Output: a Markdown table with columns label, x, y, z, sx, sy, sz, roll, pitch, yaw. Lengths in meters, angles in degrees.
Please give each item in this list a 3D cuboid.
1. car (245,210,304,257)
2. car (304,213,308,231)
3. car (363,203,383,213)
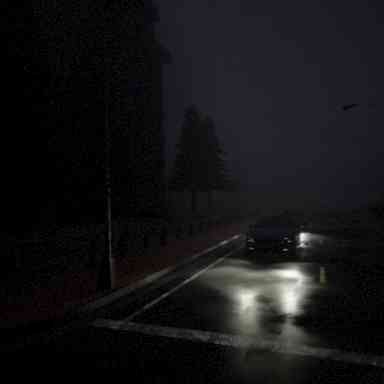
| label | x | y | z | sx | sy | sz | roll | pitch | yaw |
| --- | --- | --- | --- | --- | --- | --- | --- | --- | --- |
| car | 3.625 | 1.737 | 14.408 | 1.882 | 1.535 | 5.008 | -2 | -1 | 21 |
| car | 7.202 | 1.954 | 23.704 | 1.994 | 1.385 | 4.181 | -2 | -1 | 21 |
| car | 24.541 | 2.053 | 42.353 | 4.718 | 1.301 | 1.895 | -1 | -1 | -3 |
